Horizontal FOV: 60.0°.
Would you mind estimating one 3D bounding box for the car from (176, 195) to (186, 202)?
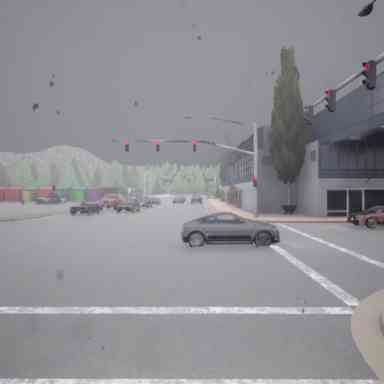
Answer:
[{"bbox_3d":[-2.401,1.470,74.893,1.994,1.385,4.181,0,0,2],"label":"car"}]

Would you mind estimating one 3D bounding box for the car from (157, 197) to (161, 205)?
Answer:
[{"bbox_3d":[-6.488,1.564,57.102,1.994,1.385,4.181,0,0,2],"label":"car"}]

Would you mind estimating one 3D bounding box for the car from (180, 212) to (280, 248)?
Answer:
[{"bbox_3d":[1.568,1.564,14.206,4.181,1.385,1.994,0,0,-1],"label":"car"}]

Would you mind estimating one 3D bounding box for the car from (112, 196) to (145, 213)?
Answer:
[{"bbox_3d":[-7.062,1.547,37.409,2.033,1.411,5.357,0,0,1],"label":"car"}]

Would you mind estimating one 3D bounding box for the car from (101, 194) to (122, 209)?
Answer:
[{"bbox_3d":[-10.412,1.221,43.279,2.150,2.045,5.566,0,0,2],"label":"car"}]

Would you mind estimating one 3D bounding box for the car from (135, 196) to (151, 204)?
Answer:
[{"bbox_3d":[-9.685,1.547,66.149,2.033,1.411,5.357,0,0,2],"label":"car"}]

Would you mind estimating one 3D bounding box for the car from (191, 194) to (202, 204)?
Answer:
[{"bbox_3d":[0.885,1.352,64.252,2.097,1.767,4.553,0,0,2],"label":"car"}]

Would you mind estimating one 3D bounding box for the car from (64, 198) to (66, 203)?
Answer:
[{"bbox_3d":[-24.735,1.395,60.149,3.806,1.475,1.970,0,0,0],"label":"car"}]

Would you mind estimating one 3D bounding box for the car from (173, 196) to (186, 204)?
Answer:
[{"bbox_3d":[-2.688,1.564,65.102,1.994,1.385,4.181,0,0,2],"label":"car"}]

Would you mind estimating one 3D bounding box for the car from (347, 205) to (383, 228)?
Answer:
[{"bbox_3d":[12.336,1.564,21.445,4.181,1.385,1.994,0,0,0],"label":"car"}]

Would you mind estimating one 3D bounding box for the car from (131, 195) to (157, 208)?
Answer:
[{"bbox_3d":[-6.788,1.491,47.153,2.128,1.511,4.902,0,0,2],"label":"car"}]

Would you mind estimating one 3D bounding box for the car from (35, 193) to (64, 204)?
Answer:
[{"bbox_3d":[-24.757,1.156,57.254,3.866,1.878,1.905,0,0,0],"label":"car"}]

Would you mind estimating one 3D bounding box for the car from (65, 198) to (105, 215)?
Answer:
[{"bbox_3d":[-10.641,1.601,33.515,1.895,1.301,4.718,0,0,1],"label":"car"}]
